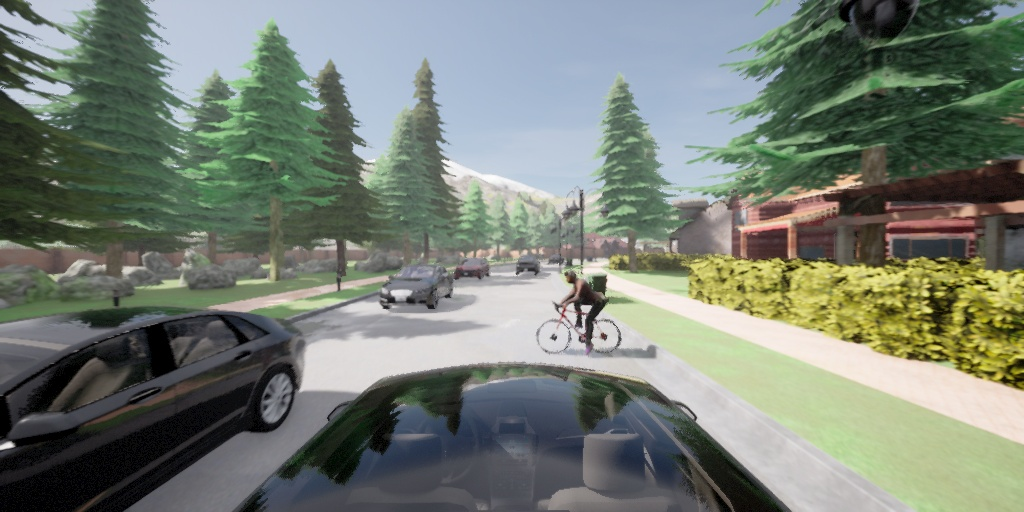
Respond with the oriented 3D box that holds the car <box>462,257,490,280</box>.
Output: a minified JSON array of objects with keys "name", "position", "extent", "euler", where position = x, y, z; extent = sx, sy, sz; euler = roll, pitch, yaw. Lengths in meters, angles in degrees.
[{"name":"car","position":[-2.866,0.884,26.625],"extent":[1.882,1.535,5.008],"euler":[0,1,5]}]

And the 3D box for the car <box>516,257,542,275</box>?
[{"name":"car","position":[1.488,0.827,31.547],"extent":[1.837,1.490,4.892],"euler":[0,1,8]}]

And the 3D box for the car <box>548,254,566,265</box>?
[{"name":"car","position":[6.562,0.521,51.940],"extent":[1.837,1.490,4.892],"euler":[0,1,19]}]

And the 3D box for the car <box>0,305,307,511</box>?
[{"name":"car","position":[-3.588,1.252,2.716],"extent":[1.837,1.490,4.892],"euler":[0,1,0]}]

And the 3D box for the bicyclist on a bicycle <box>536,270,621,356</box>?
[{"name":"bicyclist on a bicycle","position":[1.287,1.096,6.914],"extent":[1.656,1.620,0.582],"euler":[0,1,0]}]

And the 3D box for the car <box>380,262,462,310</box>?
[{"name":"car","position":[-3.515,1.079,13.958],"extent":[2.128,1.511,4.902],"euler":[0,1,1]}]
